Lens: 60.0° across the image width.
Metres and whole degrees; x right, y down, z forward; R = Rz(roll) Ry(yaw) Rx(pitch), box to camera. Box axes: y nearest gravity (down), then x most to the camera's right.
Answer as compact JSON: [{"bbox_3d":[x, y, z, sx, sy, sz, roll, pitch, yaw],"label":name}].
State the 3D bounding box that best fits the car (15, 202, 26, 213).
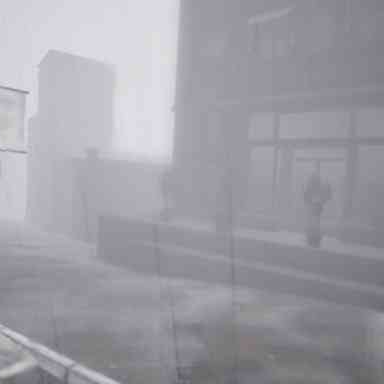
[{"bbox_3d":[-27.577,2.671,57.119,2.150,2.045,5.566,4,-2,15],"label":"car"}]
